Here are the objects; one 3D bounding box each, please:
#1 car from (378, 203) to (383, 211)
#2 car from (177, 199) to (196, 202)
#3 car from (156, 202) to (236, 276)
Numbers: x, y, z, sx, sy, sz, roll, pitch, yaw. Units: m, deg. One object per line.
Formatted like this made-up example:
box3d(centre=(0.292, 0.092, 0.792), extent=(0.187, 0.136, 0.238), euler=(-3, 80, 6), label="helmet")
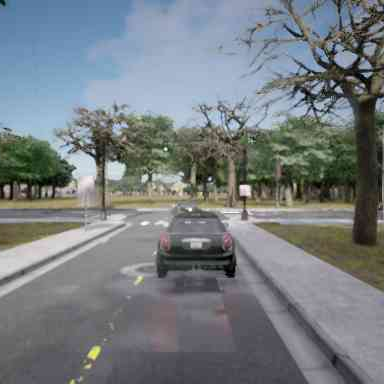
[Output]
box3d(centre=(24.759, 1.594, 39.704), extent=(5.008, 1.535, 1.882), euler=(0, 0, 0), label="car")
box3d(centre=(-0.569, 1.414, 27.245), extent=(2.097, 1.767, 4.553), euler=(0, 0, -9), label="car")
box3d(centre=(0.113, 1.372, 10.535), extent=(2.097, 1.767, 4.553), euler=(0, 0, 0), label="car")
